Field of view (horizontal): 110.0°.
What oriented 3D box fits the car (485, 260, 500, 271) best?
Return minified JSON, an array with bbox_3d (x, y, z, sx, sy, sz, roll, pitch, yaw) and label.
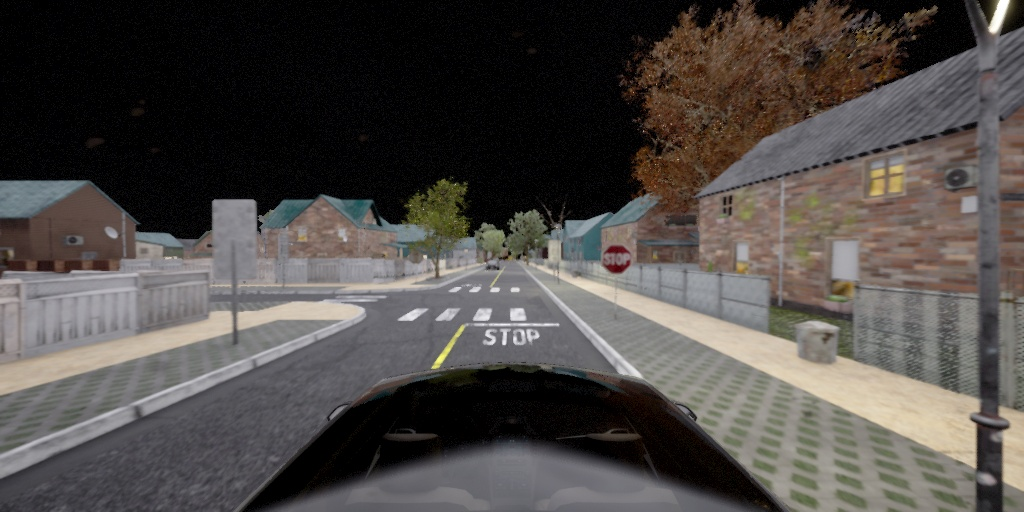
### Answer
[{"bbox_3d":[-2.759,1.283,51.540,1.882,1.535,5.008,0,0,0],"label":"car"}]
